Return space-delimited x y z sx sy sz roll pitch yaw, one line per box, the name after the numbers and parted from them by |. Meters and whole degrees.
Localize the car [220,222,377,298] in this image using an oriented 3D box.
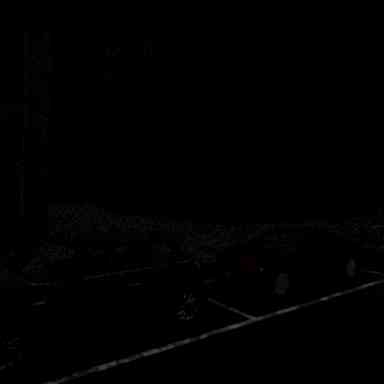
2.637 1.589 8.640 4.507 1.381 1.887 0 0 -36 | car

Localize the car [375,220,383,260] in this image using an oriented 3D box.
7.079 1.664 11.813 4.206 1.307 1.802 1 0 -36 | car

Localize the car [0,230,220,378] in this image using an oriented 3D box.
-1.804 1.450 5.467 4.097 1.590 1.967 0 0 -36 | car
